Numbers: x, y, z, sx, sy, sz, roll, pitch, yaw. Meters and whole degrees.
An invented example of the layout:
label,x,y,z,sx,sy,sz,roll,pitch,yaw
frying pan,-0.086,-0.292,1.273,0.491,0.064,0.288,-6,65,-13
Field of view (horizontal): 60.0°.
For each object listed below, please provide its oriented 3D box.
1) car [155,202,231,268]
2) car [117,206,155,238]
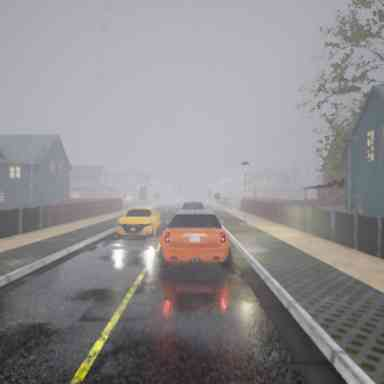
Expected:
label,x,y,z,sx,sy,sz,roll,pitch,yaw
car,0.096,1.389,11.577,2.097,1.767,4.553,0,0,0
car,-2.843,1.558,18.561,1.882,1.535,5.008,0,0,0
